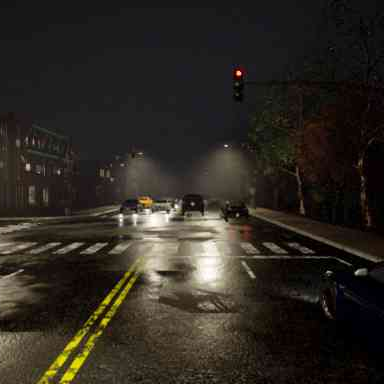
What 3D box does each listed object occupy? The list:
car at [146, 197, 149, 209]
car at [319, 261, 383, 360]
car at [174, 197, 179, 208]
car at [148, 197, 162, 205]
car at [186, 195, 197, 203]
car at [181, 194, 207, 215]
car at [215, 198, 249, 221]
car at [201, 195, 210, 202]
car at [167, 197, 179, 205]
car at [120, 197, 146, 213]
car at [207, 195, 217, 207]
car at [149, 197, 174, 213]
[{"bbox_3d":[-6.610,1.463,45.916,1.882,1.535,5.008,0,0,0],"label":"car"},{"bbox_3d":[3.348,1.562,4.500,1.994,1.385,4.181,0,0,0],"label":"car"},{"bbox_3d":[-3.361,1.477,46.253,2.128,1.511,4.902,0,0,0],"label":"car"},{"bbox_3d":[-6.586,1.543,59.604,1.994,1.385,4.181,0,0,1],"label":"car"},{"bbox_3d":[-0.036,1.467,68.040,2.128,1.511,4.902,0,0,0],"label":"car"},{"bbox_3d":[0.084,1.212,33.508,2.150,2.045,5.566,0,0,0],"label":"car"},{"bbox_3d":[3.337,1.485,26.697,2.128,1.511,4.902,0,0,0],"label":"car"},{"bbox_3d":[3.210,1.447,78.503,1.882,1.535,5.008,0,0,0],"label":"car"},{"bbox_3d":[-3.331,1.580,59.074,1.895,1.301,4.718,0,0,0],"label":"car"},{"bbox_3d":[-6.637,1.515,36.831,1.812,1.442,4.674,0,0,1],"label":"car"},{"bbox_3d":[3.324,1.530,50.891,2.033,1.411,5.357,0,0,0],"label":"car"},{"bbox_3d":[-3.358,1.515,36.985,1.812,1.442,4.674,0,0,0],"label":"car"}]
